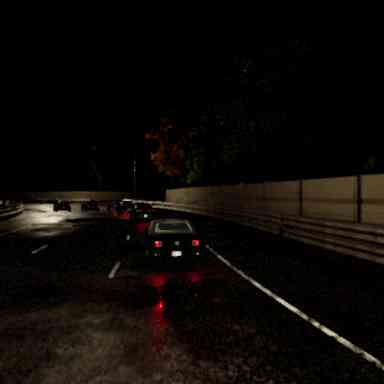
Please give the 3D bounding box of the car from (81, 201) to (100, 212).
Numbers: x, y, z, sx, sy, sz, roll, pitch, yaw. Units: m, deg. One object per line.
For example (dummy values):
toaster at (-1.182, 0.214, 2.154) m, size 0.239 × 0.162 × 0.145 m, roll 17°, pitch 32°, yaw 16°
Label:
car at (-13.838, 1.933, 45.197) m, size 2.033 × 1.411 × 5.357 m, roll 0°, pitch 0°, yaw -27°

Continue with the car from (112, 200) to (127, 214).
car at (-8.246, 1.847, 41.023) m, size 1.837 × 1.490 × 4.892 m, roll 0°, pitch 0°, yaw -21°

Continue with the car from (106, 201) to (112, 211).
car at (-10.660, 1.918, 46.805) m, size 1.812 × 1.442 × 4.674 m, roll 0°, pitch 0°, yaw -27°

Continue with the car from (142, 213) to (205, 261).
car at (-0.845, 1.706, 12.877) m, size 1.895 × 1.301 × 4.718 m, roll 0°, pitch 0°, yaw -9°

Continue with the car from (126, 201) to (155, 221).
car at (-4.468, 1.748, 29.601) m, size 1.837 × 1.490 × 4.892 m, roll 0°, pitch -1°, yaw -16°

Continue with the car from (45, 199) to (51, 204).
car at (-33.278, 2.243, 79.035) m, size 4.181 × 1.385 × 1.994 m, roll -1°, pitch -1°, yaw 43°

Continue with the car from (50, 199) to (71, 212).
car at (-17.394, 1.951, 44.499) m, size 1.994 × 1.385 × 4.181 m, roll 0°, pitch 0°, yaw -27°
